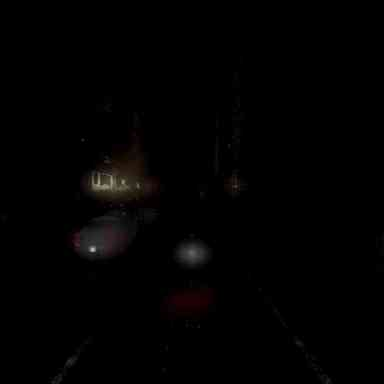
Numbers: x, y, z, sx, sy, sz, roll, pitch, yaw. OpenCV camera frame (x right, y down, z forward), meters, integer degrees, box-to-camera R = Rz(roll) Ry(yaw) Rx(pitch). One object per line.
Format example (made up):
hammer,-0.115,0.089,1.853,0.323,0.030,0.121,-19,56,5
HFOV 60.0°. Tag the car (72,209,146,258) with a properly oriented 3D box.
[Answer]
car,-3.205,1.637,13.128,1.812,1.442,4.674,0,0,1

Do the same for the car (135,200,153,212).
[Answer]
car,-6.625,1.911,46.516,1.812,1.442,4.674,0,0,0

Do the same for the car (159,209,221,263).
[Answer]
car,0.037,1.612,12.418,1.837,1.490,4.892,0,0,1

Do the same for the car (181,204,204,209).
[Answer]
car,0.030,1.759,28.075,1.812,1.442,4.674,0,0,0

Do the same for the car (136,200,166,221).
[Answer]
car,-3.222,1.720,27.421,2.128,1.511,4.902,0,0,1

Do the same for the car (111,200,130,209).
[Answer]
car,-9.873,1.862,46.428,1.882,1.535,5.008,0,0,0
